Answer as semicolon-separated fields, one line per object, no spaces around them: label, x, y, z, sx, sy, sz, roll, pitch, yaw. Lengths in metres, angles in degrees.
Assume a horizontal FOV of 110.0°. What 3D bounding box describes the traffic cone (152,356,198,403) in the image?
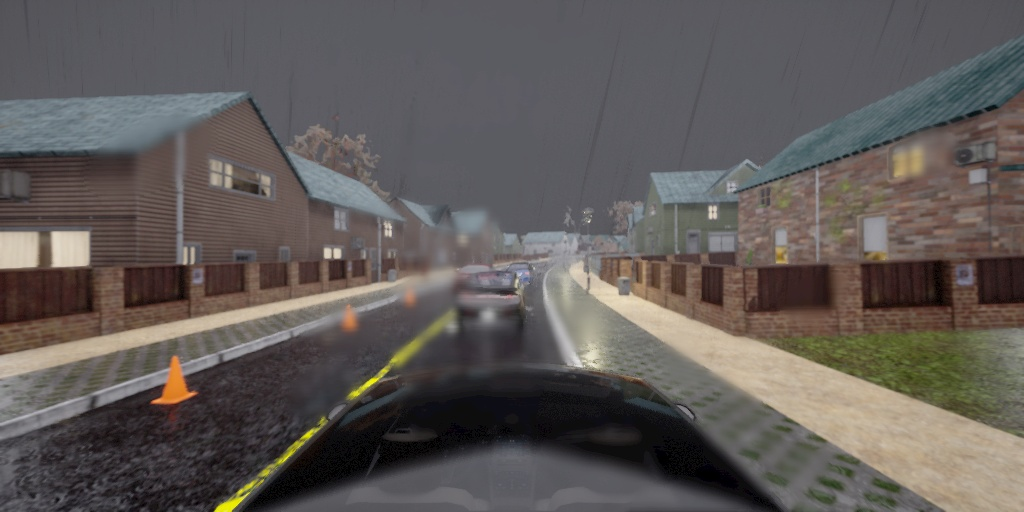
traffic cone;-4.696;1.694;5.005;0.340;0.580;0.340;0;0;1

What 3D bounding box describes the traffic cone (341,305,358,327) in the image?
traffic cone;-4.545;1.672;10.054;0.340;0.580;0.340;0;0;2

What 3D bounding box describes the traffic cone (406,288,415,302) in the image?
traffic cone;-4.289;1.644;15.098;0.340;0.580;0.340;0;0;4

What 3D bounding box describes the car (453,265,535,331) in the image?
car;-0.468;1.201;10.945;2.128;1.511;4.902;0;0;2

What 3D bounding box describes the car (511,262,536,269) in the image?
car;0.612;1.149;25.320;2.033;1.411;5.357;0;1;5

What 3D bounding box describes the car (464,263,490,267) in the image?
car;-1.845;1.135;19.168;1.882;1.535;5.008;0;0;3
